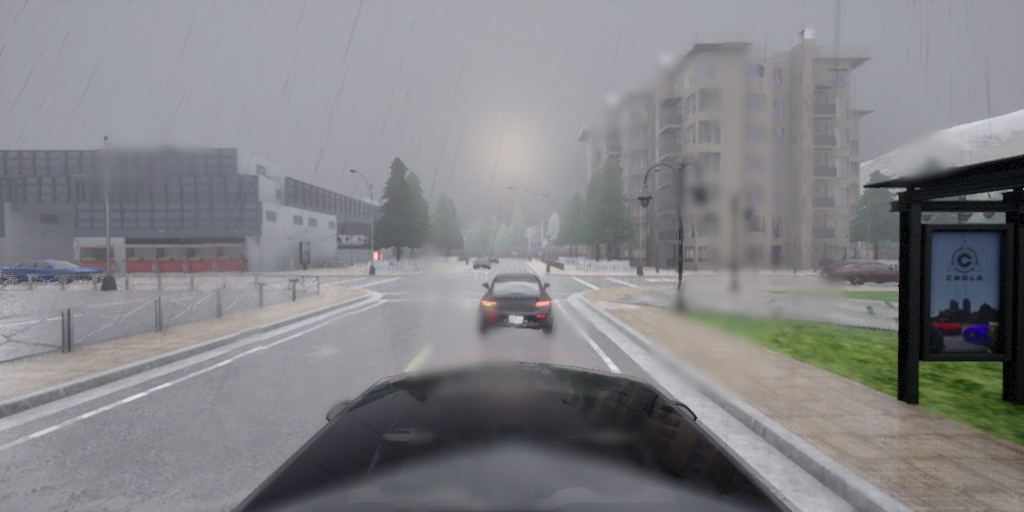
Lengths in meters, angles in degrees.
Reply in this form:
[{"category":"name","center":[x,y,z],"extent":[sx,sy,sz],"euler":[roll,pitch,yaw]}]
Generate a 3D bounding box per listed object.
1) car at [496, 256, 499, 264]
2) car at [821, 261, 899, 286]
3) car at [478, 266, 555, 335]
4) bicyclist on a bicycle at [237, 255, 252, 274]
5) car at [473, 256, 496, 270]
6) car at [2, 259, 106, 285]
[{"category":"car","center":[-3.217,0.688,60.981],"extent":[1.895,1.301,4.718],"euler":[0,1,1]},{"category":"car","center":[21.397,1.036,21.638],"extent":[4.674,1.442,1.812],"euler":[0,1,1]},{"category":"car","center":[0.124,1.183,10.013],"extent":[1.812,1.442,4.674],"euler":[0,1,1]},{"category":"bicyclist on a bicycle","center":[-22.224,0.722,29.772],"extent":[0.582,1.620,1.656],"euler":[0,1,1]},{"category":"car","center":[-3.380,0.851,41.584],"extent":[2.033,1.411,5.357],"euler":[0,1,0]},{"category":"car","center":[-28.456,0.982,22.387],"extent":[5.008,1.535,1.882],"euler":[0,1,1]}]
